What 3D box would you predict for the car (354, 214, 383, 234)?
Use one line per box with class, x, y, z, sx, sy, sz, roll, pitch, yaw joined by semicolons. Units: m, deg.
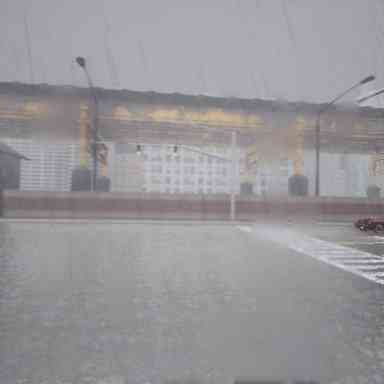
car;13.976;2.202;23.291;4.718;1.301;1.895;1;-1;-6
